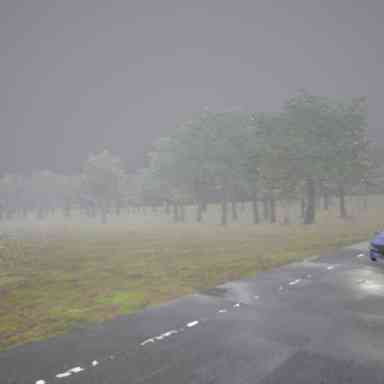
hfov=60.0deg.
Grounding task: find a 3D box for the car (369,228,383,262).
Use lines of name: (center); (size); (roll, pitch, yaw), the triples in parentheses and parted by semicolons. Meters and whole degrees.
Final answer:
car: (8.981, 2.028, 13.991); (1.882, 1.535, 5.008); (-4, -4, 42)
